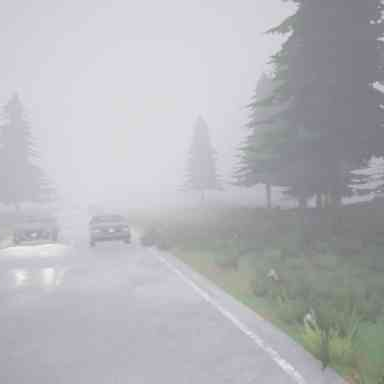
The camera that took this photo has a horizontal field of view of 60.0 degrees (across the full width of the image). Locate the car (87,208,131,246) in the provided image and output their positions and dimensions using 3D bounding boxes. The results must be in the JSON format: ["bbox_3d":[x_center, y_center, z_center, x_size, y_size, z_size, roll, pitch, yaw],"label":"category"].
[{"bbox_3d":[-4.232,1.752,16.756,2.033,1.411,5.357,-2,0,-18],"label":"car"}]

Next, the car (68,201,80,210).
[{"bbox_3d":[-21.100,2.443,59.620,1.882,1.535,5.008,-2,0,-17],"label":"car"}]

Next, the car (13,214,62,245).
[{"bbox_3d":[-8.151,1.900,17.847,1.994,1.385,4.181,-2,0,-17],"label":"car"}]

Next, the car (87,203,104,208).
[{"bbox_3d":[-11.466,2.023,39.844,2.128,1.511,4.902,-2,0,-17],"label":"car"}]
